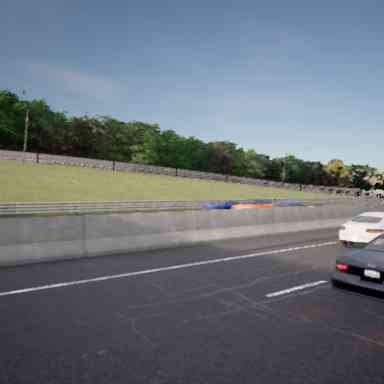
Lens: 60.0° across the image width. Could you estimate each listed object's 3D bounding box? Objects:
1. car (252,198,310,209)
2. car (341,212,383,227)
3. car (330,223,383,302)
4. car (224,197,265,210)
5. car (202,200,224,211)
[{"bbox_3d":[7.474,1.492,26.604,5.008,1.535,1.882,0,0,-36],"label":"car"},{"bbox_3d":[7.886,1.536,13.682,4.674,1.442,1.812,0,0,-36],"label":"car"},{"bbox_3d":[5.350,1.552,7.564,5.357,1.411,2.033,0,0,-35],"label":"car"},{"bbox_3d":[5.465,1.366,29.473,4.553,1.767,2.097,0,0,-36],"label":"car"},{"bbox_3d":[3.243,1.491,32.182,5.008,1.535,1.882,0,0,-36],"label":"car"}]
